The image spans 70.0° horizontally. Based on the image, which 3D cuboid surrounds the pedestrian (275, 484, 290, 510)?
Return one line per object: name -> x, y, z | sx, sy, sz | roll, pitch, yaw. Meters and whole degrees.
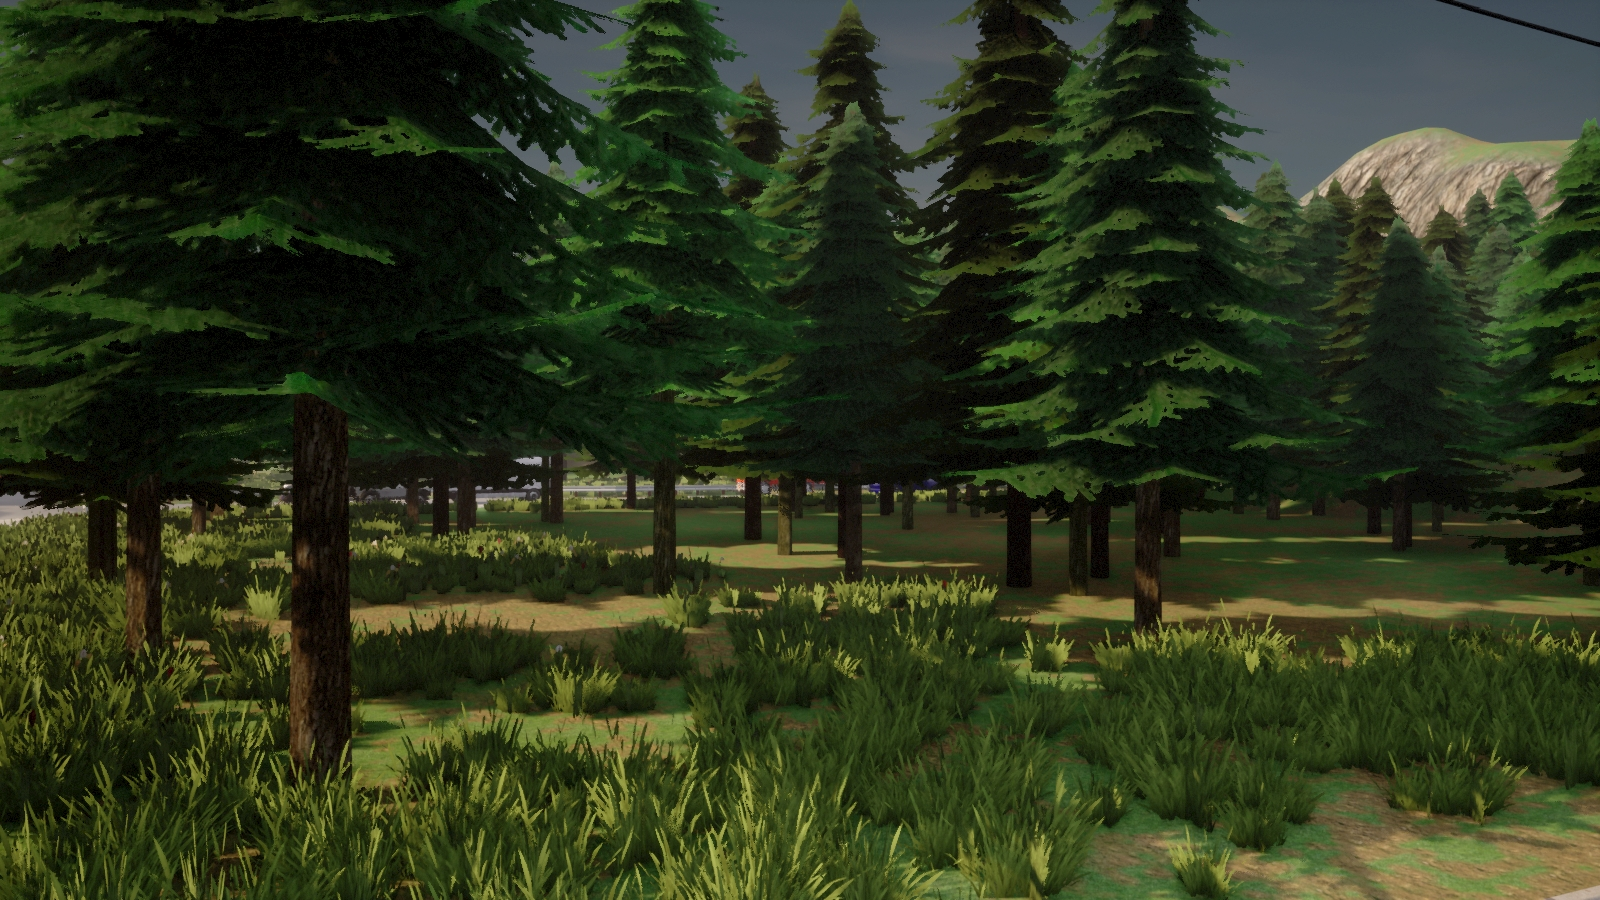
pedestrian -> -22.366, 2.050, 49.417 | 0.500, 1.100, 0.500 | 0, 0, -11
